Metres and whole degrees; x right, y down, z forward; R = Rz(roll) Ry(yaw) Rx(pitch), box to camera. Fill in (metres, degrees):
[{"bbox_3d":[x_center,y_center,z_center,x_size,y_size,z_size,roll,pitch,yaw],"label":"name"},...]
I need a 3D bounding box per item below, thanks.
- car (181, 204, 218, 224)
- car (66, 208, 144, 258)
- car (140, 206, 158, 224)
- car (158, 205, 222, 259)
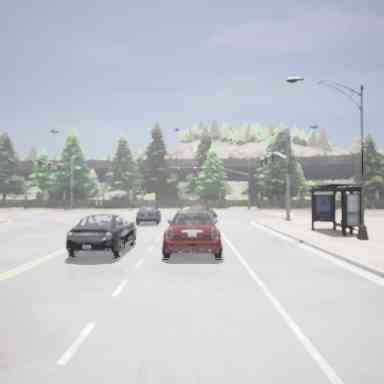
[{"bbox_3d":[0.766,1.841,28.685,1.812,1.442,4.674,0,0,19],"label":"car"},{"bbox_3d":[-3.478,1.644,13.483,2.128,1.511,4.902,0,0,0],"label":"car"},{"bbox_3d":[-3.587,1.852,27.480,2.033,1.411,5.357,0,-1,-3],"label":"car"},{"bbox_3d":[0.023,1.502,13.402,2.097,1.767,4.553,0,-1,0],"label":"car"}]
